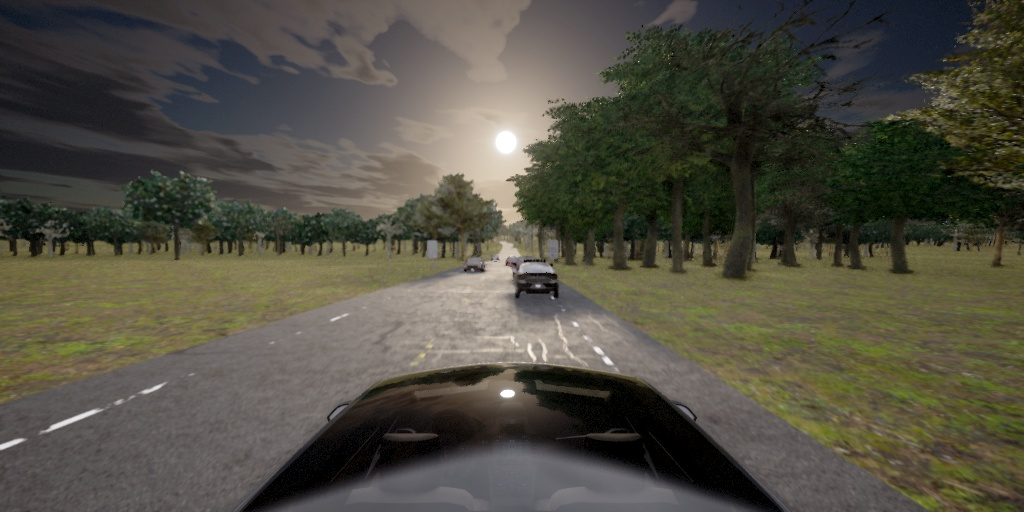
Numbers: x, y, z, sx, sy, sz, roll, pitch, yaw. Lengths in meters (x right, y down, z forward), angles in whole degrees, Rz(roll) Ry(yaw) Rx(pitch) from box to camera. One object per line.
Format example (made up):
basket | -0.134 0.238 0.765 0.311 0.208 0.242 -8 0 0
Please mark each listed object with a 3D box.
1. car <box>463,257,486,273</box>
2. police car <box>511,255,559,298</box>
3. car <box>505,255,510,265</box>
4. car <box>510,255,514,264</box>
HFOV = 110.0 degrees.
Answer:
car | -3.574 0.847 35.166 2.033 1.411 5.357 0 1 0
police car | 1.054 0.960 17.026 1.930 1.638 5.238 0 1 0
car | 0.021 0.666 53.043 1.994 1.385 4.181 0 1 0
car | 1.056 0.756 26.889 2.097 1.767 4.553 0 1 0
